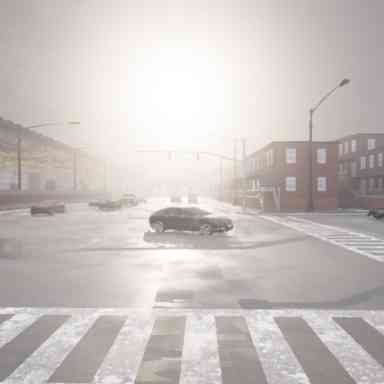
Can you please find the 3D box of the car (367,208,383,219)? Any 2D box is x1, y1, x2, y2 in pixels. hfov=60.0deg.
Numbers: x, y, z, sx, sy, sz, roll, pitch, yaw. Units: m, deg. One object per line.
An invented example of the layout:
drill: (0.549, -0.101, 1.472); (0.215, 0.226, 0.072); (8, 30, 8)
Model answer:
car: (17.060, 1.558, 26.663); (5.357, 1.411, 2.033); (0, 0, 0)

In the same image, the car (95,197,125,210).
car: (-10.571, 1.617, 43.219); (1.895, 1.301, 4.718); (0, 0, 3)

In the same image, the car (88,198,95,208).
car: (-14.049, 1.566, 50.181); (2.033, 1.411, 5.357); (0, 0, 0)

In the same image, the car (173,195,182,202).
car: (-3.426, 1.508, 80.507); (1.882, 1.535, 5.008); (0, 0, 0)

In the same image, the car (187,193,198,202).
car: (0.163, 1.574, 69.651); (2.033, 1.411, 5.357); (0, 0, 0)

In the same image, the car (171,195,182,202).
car: (-3.368, 1.379, 70.222); (2.097, 1.767, 4.553); (0, 0, 0)

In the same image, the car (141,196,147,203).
car: (-10.436, 1.545, 69.412); (1.812, 1.442, 4.674); (0, 0, 0)

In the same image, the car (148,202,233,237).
car: (-0.141, 1.512, 18.328); (4.892, 1.490, 1.837); (0, 1, 30)

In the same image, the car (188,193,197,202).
car: (0.074, 1.256, 80.285); (2.150, 2.045, 5.566); (0, 0, 0)

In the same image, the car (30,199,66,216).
car: (-14.071, 1.490, 32.781); (1.882, 1.535, 5.008); (0, 0, 0)

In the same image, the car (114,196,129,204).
car: (-13.959, 1.502, 66.033); (1.882, 1.535, 5.008); (0, 0, 1)

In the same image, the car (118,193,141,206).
car: (-10.534, 1.244, 55.962); (2.150, 2.045, 5.566); (0, 0, 0)
